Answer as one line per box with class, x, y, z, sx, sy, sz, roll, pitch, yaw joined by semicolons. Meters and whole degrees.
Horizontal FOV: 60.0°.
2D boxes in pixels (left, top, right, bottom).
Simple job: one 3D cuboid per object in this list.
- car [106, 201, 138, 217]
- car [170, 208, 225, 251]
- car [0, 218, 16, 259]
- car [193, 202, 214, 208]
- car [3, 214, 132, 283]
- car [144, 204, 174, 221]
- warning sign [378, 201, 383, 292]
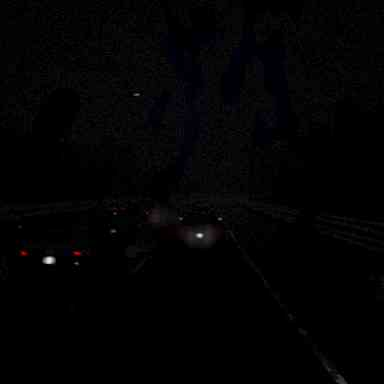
car;-6.032;1.543;29.172;2.128;1.511;4.902;0;0;3
car;0.356;1.592;14.339;1.994;1.385;4.181;0;0;2
car;-6.765;1.494;10.614;1.882;1.535;5.008;0;0;2
car;1.023;1.583;29.909;1.812;1.442;4.674;0;0;3
car;-3.287;1.581;9.807;1.994;1.385;4.181;0;0;2
car;-2.624;1.652;27.453;1.895;1.301;4.718;0;0;3
warning sign;4.608;1.131;6.569;1.300;1.860;1.060;0;0;1
